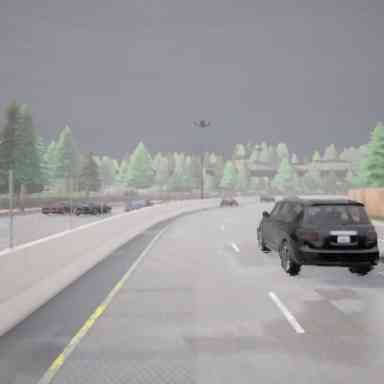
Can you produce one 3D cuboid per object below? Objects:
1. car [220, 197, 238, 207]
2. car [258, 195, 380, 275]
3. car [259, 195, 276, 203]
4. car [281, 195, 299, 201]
[{"bbox_3d":[5.709,1.479,51.454,1.812,1.442,4.674,0,0,22],"label":"car"},{"bbox_3d":[3.602,1.212,10.561,2.150,2.045,5.566,0,0,0],"label":"car"},{"bbox_3d":[15.328,1.332,67.572,1.837,1.490,4.892,0,0,33],"label":"car"},{"bbox_3d":[23.015,1.317,77.848,2.033,1.411,5.357,0,0,42],"label":"car"}]
